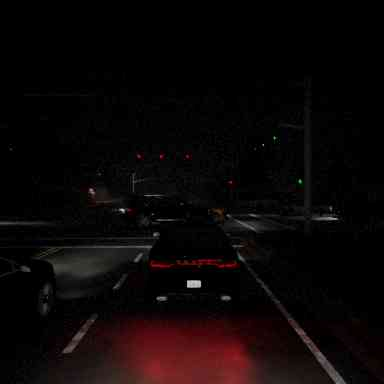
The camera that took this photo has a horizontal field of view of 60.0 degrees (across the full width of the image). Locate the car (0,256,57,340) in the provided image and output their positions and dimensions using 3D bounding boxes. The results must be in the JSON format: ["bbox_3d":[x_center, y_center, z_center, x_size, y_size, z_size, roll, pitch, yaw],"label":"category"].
[{"bbox_3d":[-3.468,1.492,4.374,2.128,1.511,4.902,0,0,0],"label":"car"}]

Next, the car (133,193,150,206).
[{"bbox_3d":[-8.545,1.221,57.087,2.150,2.045,5.566,0,0,-1],"label":"car"}]

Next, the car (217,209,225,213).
[{"bbox_3d":[-0.029,1.477,24.684,5.008,1.535,1.882,0,0,-3],"label":"car"}]

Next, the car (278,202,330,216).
[{"bbox_3d":[10.866,1.601,32.336,4.718,1.301,1.895,0,0,-2],"label":"car"}]

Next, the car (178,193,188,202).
[{"bbox_3d":[-1.900,1.225,74.229,2.150,2.045,5.566,0,0,-1],"label":"car"}]

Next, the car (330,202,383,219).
[{"bbox_3d":[14.762,1.564,28.946,4.181,1.385,1.994,0,0,-2],"label":"car"}]

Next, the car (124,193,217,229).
[{"bbox_3d":[-1.467,1.221,21.111,5.566,2.045,2.150,0,0,-4],"label":"car"}]

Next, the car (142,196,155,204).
[{"bbox_3d":[-8.753,1.564,67.157,1.994,1.385,4.181,0,0,-1],"label":"car"}]

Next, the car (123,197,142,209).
[{"bbox_3d":[-8.307,1.477,47.102,1.882,1.535,5.008,0,0,-1],"label":"car"}]

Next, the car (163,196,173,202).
[{"bbox_3d":[-5.415,1.533,74.529,2.033,1.411,5.357,0,0,-1],"label":"car"}]

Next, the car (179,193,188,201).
[{"bbox_3d":[-2.182,1.225,84.962,2.150,2.045,5.566,0,0,-1],"label":"car"}]

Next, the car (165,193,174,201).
[{"bbox_3d":[-5.688,1.269,85.134,2.097,1.767,4.553,0,0,-1],"label":"car"}]

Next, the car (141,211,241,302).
[{"bbox_3d":[0.001,1.478,8.365,1.882,1.535,5.008,0,0,-1],"label":"car"}]
